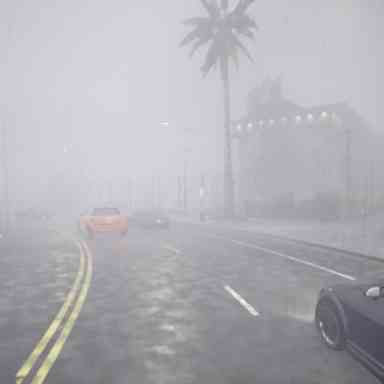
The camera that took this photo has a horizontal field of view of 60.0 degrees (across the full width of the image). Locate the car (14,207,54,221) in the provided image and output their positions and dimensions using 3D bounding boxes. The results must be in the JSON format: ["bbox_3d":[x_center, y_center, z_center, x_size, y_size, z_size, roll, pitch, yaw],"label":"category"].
[{"bbox_3d":[-15.261,2.058,31.929,4.718,1.301,1.895,-1,-1,41],"label":"car"}]

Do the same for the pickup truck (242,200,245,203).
[{"bbox_3d":[8.421,1.476,41.396,2.390,2.098,6.274,-1,-1,37],"label":"pickup truck"}]

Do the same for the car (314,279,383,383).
[{"bbox_3d":[3.075,1.583,3.708,1.994,1.385,4.181,0,-1,-5],"label":"car"}]

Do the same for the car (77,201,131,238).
[{"bbox_3d":[-5.406,1.603,19.596,2.097,1.767,4.553,0,-1,-27],"label":"car"}]

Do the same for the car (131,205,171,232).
[{"bbox_3d":[-3.086,1.831,22.578,1.994,1.385,4.181,0,-1,-29],"label":"car"}]
